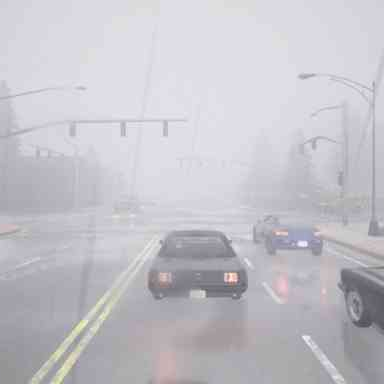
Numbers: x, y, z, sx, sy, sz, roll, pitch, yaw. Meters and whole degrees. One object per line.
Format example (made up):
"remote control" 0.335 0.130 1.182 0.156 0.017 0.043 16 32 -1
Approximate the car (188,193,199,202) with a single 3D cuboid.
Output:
"car" 0.306 1.225 74.932 2.150 2.045 5.566 0 0 0

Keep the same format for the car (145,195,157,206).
"car" -6.870 1.351 53.444 2.097 1.767 4.553 0 0 0

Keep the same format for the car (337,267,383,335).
"car" 3.612 1.601 4.050 1.895 1.301 4.718 0 0 0

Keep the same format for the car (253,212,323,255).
"car" 3.633 1.526 13.153 1.812 1.442 4.674 0 0 0

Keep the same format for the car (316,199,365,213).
"car" 16.069 1.478 36.137 5.008 1.535 1.882 0 0 0

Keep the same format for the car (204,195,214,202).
"car" 3.810 1.355 75.038 2.097 1.767 4.553 0 0 0

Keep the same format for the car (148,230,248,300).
"car" 0.097 1.601 8.361 1.895 1.301 4.718 0 0 0

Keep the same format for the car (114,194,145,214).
"car" -6.952 1.223 36.346 2.150 2.045 5.566 0 0 0
